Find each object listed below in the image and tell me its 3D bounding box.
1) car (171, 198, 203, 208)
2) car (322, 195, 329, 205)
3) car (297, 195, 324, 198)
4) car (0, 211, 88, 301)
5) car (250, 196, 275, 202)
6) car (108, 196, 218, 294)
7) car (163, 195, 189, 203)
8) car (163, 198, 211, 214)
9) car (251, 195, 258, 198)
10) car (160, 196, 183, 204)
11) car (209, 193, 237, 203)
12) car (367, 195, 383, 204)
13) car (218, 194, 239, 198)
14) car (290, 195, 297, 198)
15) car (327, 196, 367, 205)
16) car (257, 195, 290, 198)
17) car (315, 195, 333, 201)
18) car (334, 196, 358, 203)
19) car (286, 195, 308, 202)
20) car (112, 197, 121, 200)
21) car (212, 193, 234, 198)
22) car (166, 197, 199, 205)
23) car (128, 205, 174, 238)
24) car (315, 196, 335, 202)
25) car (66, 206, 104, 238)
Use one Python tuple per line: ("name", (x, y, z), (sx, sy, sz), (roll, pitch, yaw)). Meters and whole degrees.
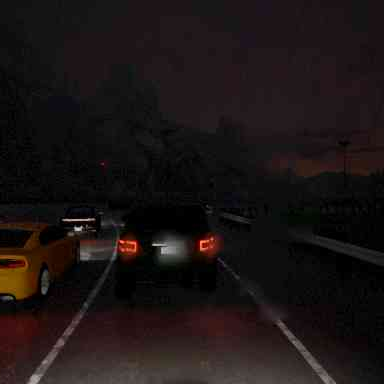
("car", (-0.681, 1.564, 47.530), (4.181, 1.385, 1.994), (0, 0, -20))
("car", (23.463, 1.601, 52.654), (4.718, 1.301, 1.895), (0, 0, -20))
("car", (24.270, 1.553, 68.017), (4.181, 1.385, 1.994), (0, 0, -20))
("car", (-4.166, 1.478, 8.305), (1.882, 1.535, 5.008), (0, 0, -6))
("car", (16.158, 1.540, 76.175), (5.357, 1.411, 2.033), (0, 0, -20))
("car", (-0.759, 1.221, 9.034), (2.150, 2.045, 5.566), (0, 0, -7))
("car", (-3.306, 1.478, 69.043), (5.008, 1.535, 1.882), (0, 0, -20))
("car", (-0.561, 1.507, 36.390), (4.892, 1.490, 1.837), (0, 0, -20))
("car", (14.634, 1.355, 71.886), (4.553, 1.767, 2.097), (0, 0, -20))
("car", (-4.006, 1.564, 65.143), (4.181, 1.385, 1.994), (0, 0, -20))
("car", (6.749, 1.225, 72.723), (5.566, 2.045, 2.150), (0, 0, -20))
("car", (33.733, 1.353, 60.736), (4.553, 1.767, 2.097), (0, 0, -27))
("car", (7.628, 1.564, 61.958), (4.181, 1.385, 1.994), (0, 0, -20))
("car", (22.896, 1.595, 74.997), (4.718, 1.301, 1.895), (0, 0, -23))
("car", (22.704, 1.525, 48.642), (4.674, 1.442, 1.812), (0, 0, -20))
("car", (15.877, 1.478, 64.936), (5.008, 1.535, 1.882), (0, 0, -20))
("car", (33.863, 1.452, 85.344), (5.008, 1.535, 1.882), (0, 0, -34))
("car", (33.537, 1.540, 72.511), (5.357, 1.411, 2.033), (0, 0, -30))
("car", (25.289, 1.478, 79.975), (5.008, 1.535, 1.882), (0, 0, -27))
("car", (-7.993, 1.355, 41.122), (4.553, 1.767, 2.097), (0, 0, -20))
("car", (5.873, 1.547, 68.687), (5.357, 1.411, 2.033), (0, 0, -20))
("car", (-1.685, 1.547, 58.556), (5.357, 1.411, 2.033), (0, 0, -20))
("car", (-2.512, 1.547, 19.073), (2.033, 1.411, 5.357), (0, 0, -13))
("car", (31.946, 1.595, 79.762), (4.718, 1.301, 1.895), (0, 0, -30))
("car", (-5.773, 1.492, 17.548), (2.128, 1.511, 4.902), (0, 0, -14))
